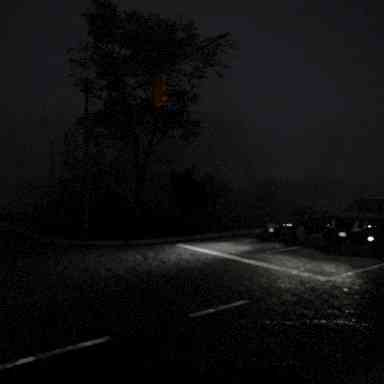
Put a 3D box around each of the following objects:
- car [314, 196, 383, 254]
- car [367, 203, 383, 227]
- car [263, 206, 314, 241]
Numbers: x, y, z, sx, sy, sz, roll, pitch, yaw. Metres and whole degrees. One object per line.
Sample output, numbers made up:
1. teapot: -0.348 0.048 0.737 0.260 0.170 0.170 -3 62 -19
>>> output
1. car: 7.780 1.197 13.848 5.566 2.045 2.150 0 0 -35
2. car: 13.955 1.485 22.528 4.674 1.442 1.812 0 0 -36
3. car: 5.626 1.468 16.598 4.902 1.511 2.128 0 0 -35
